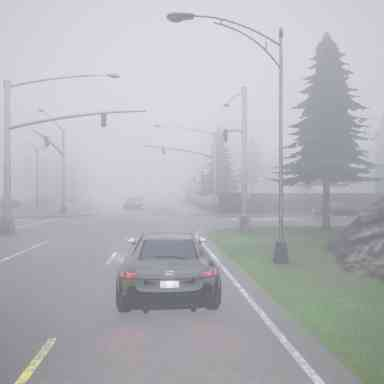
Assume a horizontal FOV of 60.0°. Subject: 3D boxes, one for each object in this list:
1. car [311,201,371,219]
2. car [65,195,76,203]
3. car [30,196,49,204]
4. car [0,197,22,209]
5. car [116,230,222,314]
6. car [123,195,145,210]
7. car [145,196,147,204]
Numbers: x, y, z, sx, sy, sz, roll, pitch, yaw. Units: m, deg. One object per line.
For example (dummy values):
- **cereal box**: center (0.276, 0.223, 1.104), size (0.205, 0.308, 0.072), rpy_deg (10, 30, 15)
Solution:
- **car**: center (12.682, 1.491, 28.391), size (4.902, 1.511, 2.128), rpy_deg (0, 0, -7)
- **car**: center (-23.631, 1.374, 64.362), size (1.845, 1.501, 3.633), rpy_deg (0, 0, -5)
- **car**: center (-25.960, 1.384, 56.712), size (1.970, 1.475, 3.806), rpy_deg (0, 0, -5)
- **car**: center (-21.376, 1.339, 38.426), size (2.007, 1.523, 4.514), rpy_deg (0, 0, -5)
- **car**: center (-0.567, 1.564, 7.743), size (1.994, 1.385, 4.181), rpy_deg (0, 0, -5)
- **car**: center (-7.660, 1.352, 43.125), size (2.097, 1.767, 4.553), rpy_deg (0, 0, -5)
- **car**: center (-8.601, 1.564, 52.974), size (1.994, 1.385, 4.181), rpy_deg (0, 0, -5)
